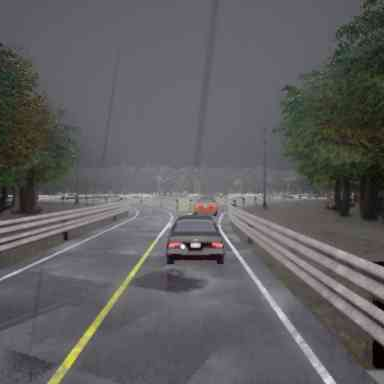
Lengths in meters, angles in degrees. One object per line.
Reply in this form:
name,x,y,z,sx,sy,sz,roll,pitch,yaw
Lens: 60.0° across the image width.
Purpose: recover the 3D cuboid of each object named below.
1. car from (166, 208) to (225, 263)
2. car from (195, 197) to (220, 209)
car,0.106,1.531,11.787,2.033,1.411,5.357,0,0,0
car,1.536,1.302,31.797,2.097,1.767,4.553,0,0,9
